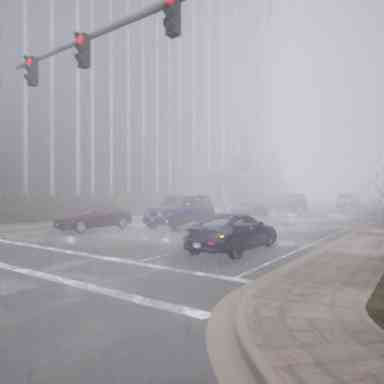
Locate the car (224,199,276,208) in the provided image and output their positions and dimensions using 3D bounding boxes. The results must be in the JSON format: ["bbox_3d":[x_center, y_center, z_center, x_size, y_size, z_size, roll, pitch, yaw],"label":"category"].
[{"bbox_3d":[5.279,1.534,29.608,2.033,1.411,5.357,0,0,36],"label":"car"}]

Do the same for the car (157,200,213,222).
[{"bbox_3d":[-0.476,1.496,27.585,2.128,1.511,4.902,0,0,36],"label":"car"}]

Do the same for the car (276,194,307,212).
[{"bbox_3d":[11.514,1.201,38.276,2.150,2.045,5.566,0,0,36],"label":"car"}]

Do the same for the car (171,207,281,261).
[{"bbox_3d":[1.501,1.495,12.279,1.812,1.442,4.674,-1,0,36],"label":"car"}]

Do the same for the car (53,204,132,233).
[{"bbox_3d":[-5.874,1.488,20.051,1.882,1.535,5.008,0,0,36],"label":"car"}]

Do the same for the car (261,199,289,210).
[{"bbox_3d":[10.919,1.592,43.419,1.895,1.301,4.718,0,0,36],"label":"car"}]

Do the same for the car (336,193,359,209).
[{"bbox_3d":[21.613,1.178,46.061,2.150,2.045,5.566,0,0,36],"label":"car"}]

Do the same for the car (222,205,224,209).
[{"bbox_3d":[4.985,1.489,35.197,2.128,1.511,4.902,0,0,36],"label":"car"}]

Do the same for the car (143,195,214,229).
[{"bbox_3d":[-0.678,1.215,21.296,2.150,2.045,5.566,0,0,36],"label":"car"}]
